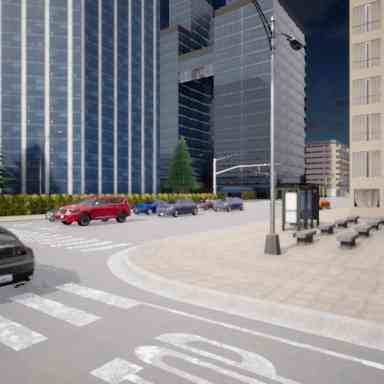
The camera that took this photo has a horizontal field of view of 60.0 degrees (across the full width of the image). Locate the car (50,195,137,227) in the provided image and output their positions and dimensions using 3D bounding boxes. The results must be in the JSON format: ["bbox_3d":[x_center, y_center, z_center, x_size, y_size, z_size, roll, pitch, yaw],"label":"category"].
[{"bbox_3d":[-6.917,1.277,24.074,2.150,2.045,5.566,0,0,36],"label":"car"}]

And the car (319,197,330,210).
[{"bbox_3d":[16.849,1.407,44.412,2.097,1.767,4.553,0,0,39],"label":"car"}]

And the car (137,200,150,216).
[{"bbox_3d":[-3.897,1.532,34.275,1.882,1.535,5.008,0,0,36],"label":"car"}]

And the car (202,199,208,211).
[{"bbox_3d":[1.943,1.580,42.370,1.812,1.442,4.674,0,0,36],"label":"car"}]

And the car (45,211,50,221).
[{"bbox_3d":[-9.334,1.580,26.692,1.812,1.442,4.674,0,0,36],"label":"car"}]

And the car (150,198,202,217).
[{"bbox_3d":[-1.404,1.407,31.744,2.097,1.767,4.553,0,0,36],"label":"car"}]

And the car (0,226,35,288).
[{"bbox_3d":[-5.739,1.506,8.098,4.892,1.490,1.837,0,0,36],"label":"car"}]

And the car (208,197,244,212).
[{"bbox_3d":[4.340,1.407,39.712,2.097,1.767,4.553,0,0,36],"label":"car"}]
